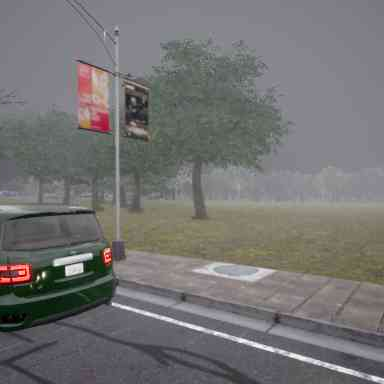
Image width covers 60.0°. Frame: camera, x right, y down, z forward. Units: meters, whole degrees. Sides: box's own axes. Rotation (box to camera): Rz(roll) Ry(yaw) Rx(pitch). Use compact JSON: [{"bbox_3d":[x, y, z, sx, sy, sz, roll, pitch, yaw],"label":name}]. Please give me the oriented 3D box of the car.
[{"bbox_3d":[-3.889,1.235,6.415,5.566,2.045,2.150,0,0,36],"label":"car"}]
